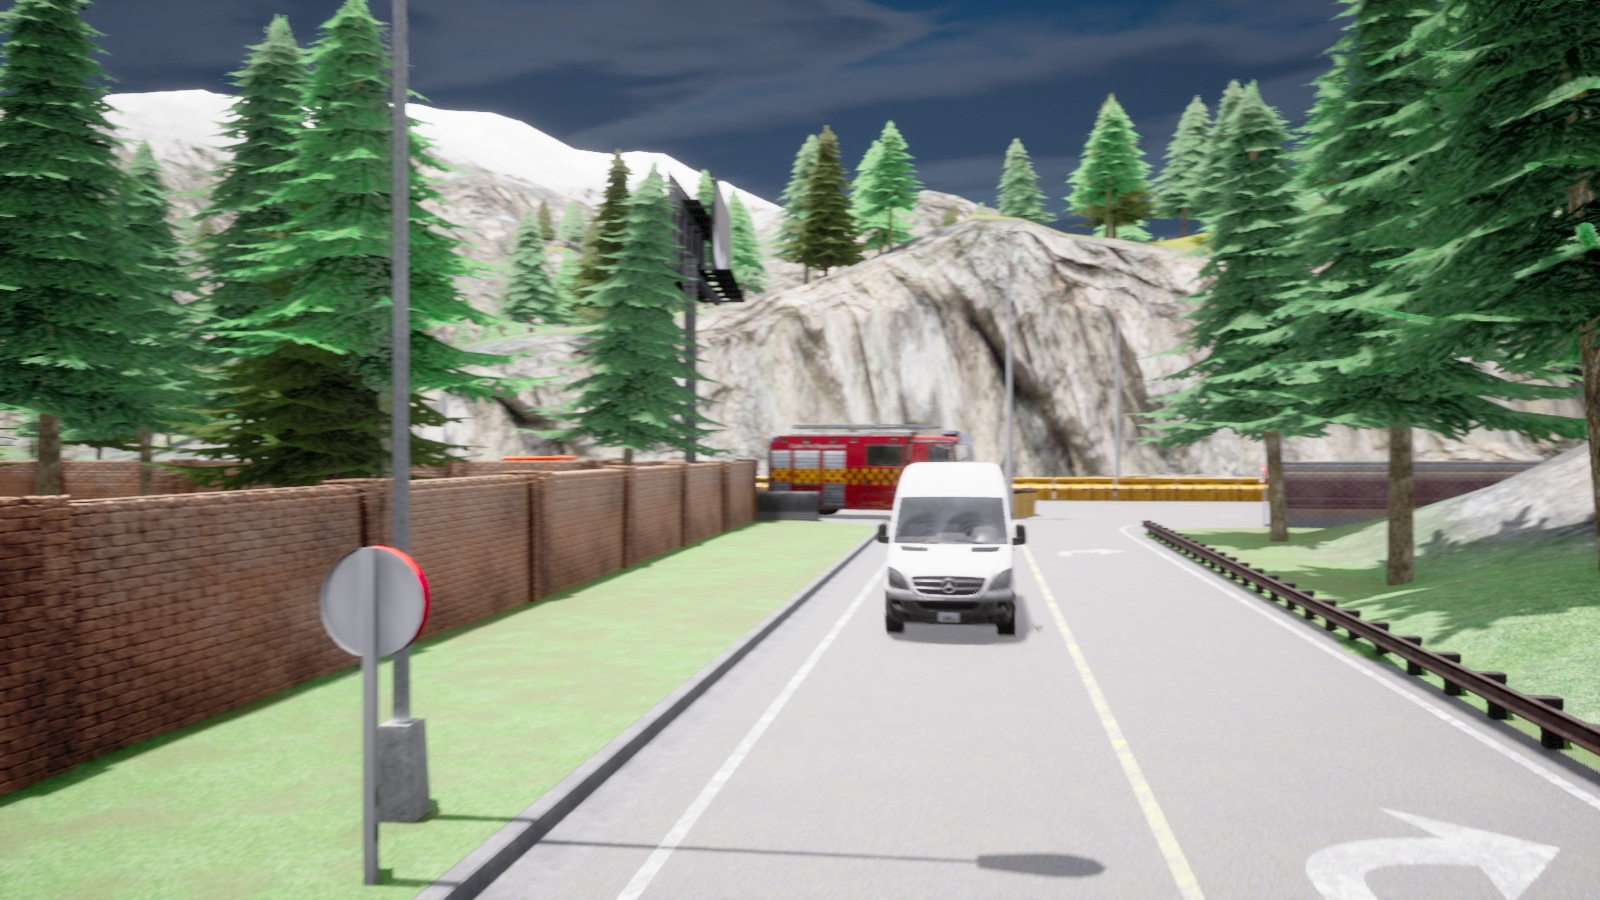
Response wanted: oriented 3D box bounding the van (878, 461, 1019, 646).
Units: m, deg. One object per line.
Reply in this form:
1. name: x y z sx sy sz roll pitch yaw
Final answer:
1. van: 2.578 1.494 19.247 1.988 2.561 5.915 0 0 9

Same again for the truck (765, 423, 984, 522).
1. truck: 3.012 0.844 46.872 8.468 3.827 2.891 0 0 23
